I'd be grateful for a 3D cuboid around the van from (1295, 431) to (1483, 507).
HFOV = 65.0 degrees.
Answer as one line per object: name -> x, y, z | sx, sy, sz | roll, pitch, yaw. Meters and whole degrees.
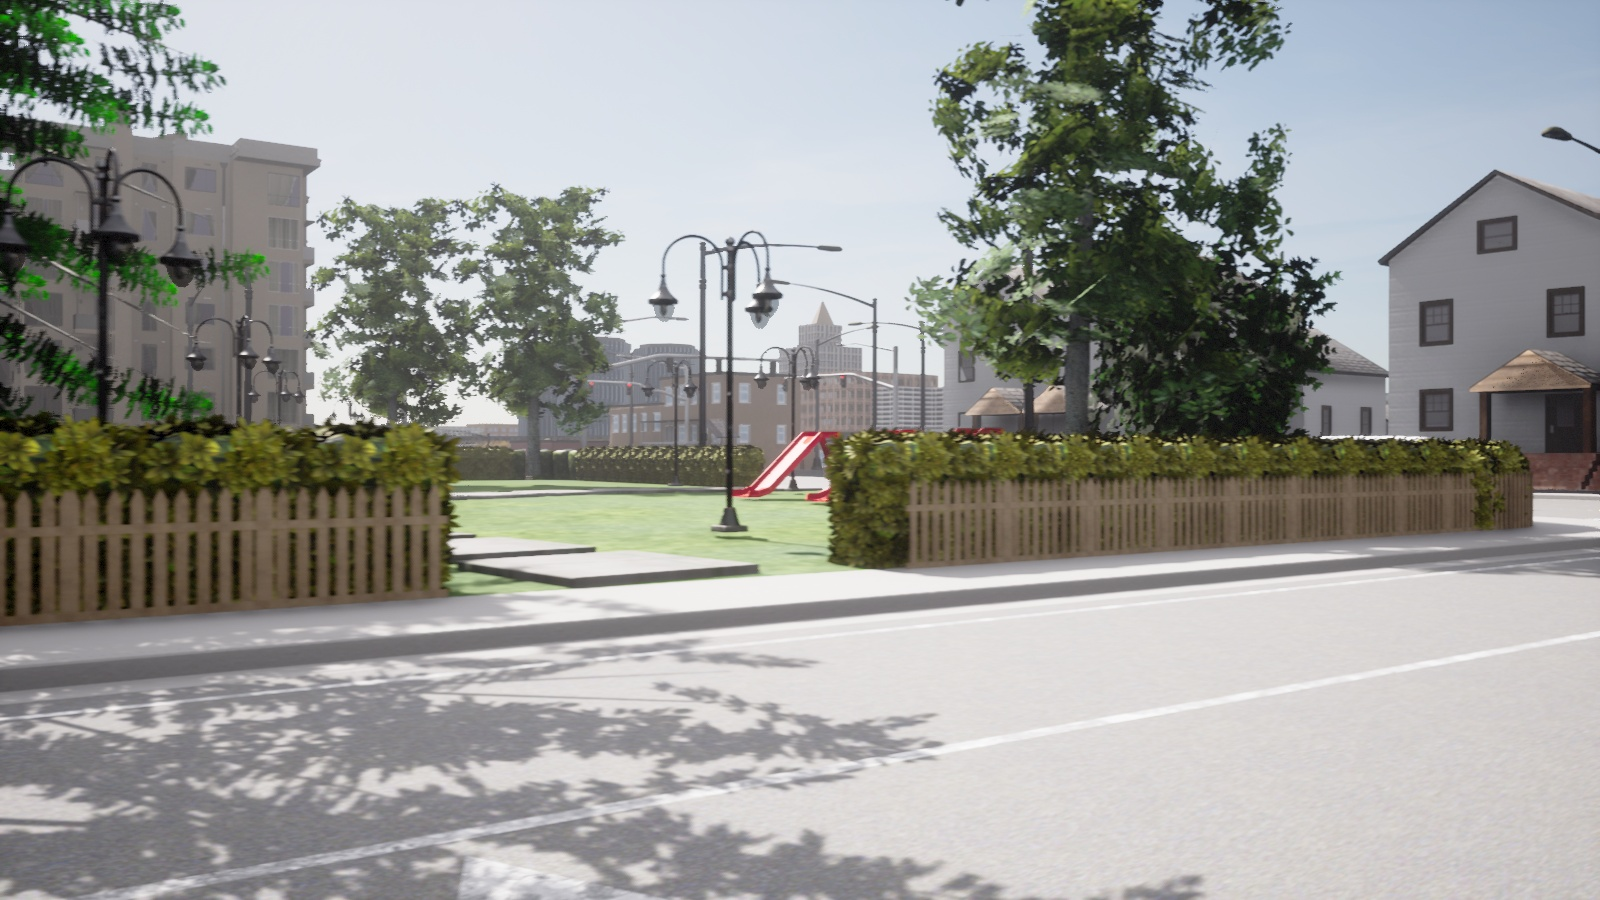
van -> 16.966, 0.523, 36.383 | 2.069, 2.038, 4.480 | 0, 0, -35
